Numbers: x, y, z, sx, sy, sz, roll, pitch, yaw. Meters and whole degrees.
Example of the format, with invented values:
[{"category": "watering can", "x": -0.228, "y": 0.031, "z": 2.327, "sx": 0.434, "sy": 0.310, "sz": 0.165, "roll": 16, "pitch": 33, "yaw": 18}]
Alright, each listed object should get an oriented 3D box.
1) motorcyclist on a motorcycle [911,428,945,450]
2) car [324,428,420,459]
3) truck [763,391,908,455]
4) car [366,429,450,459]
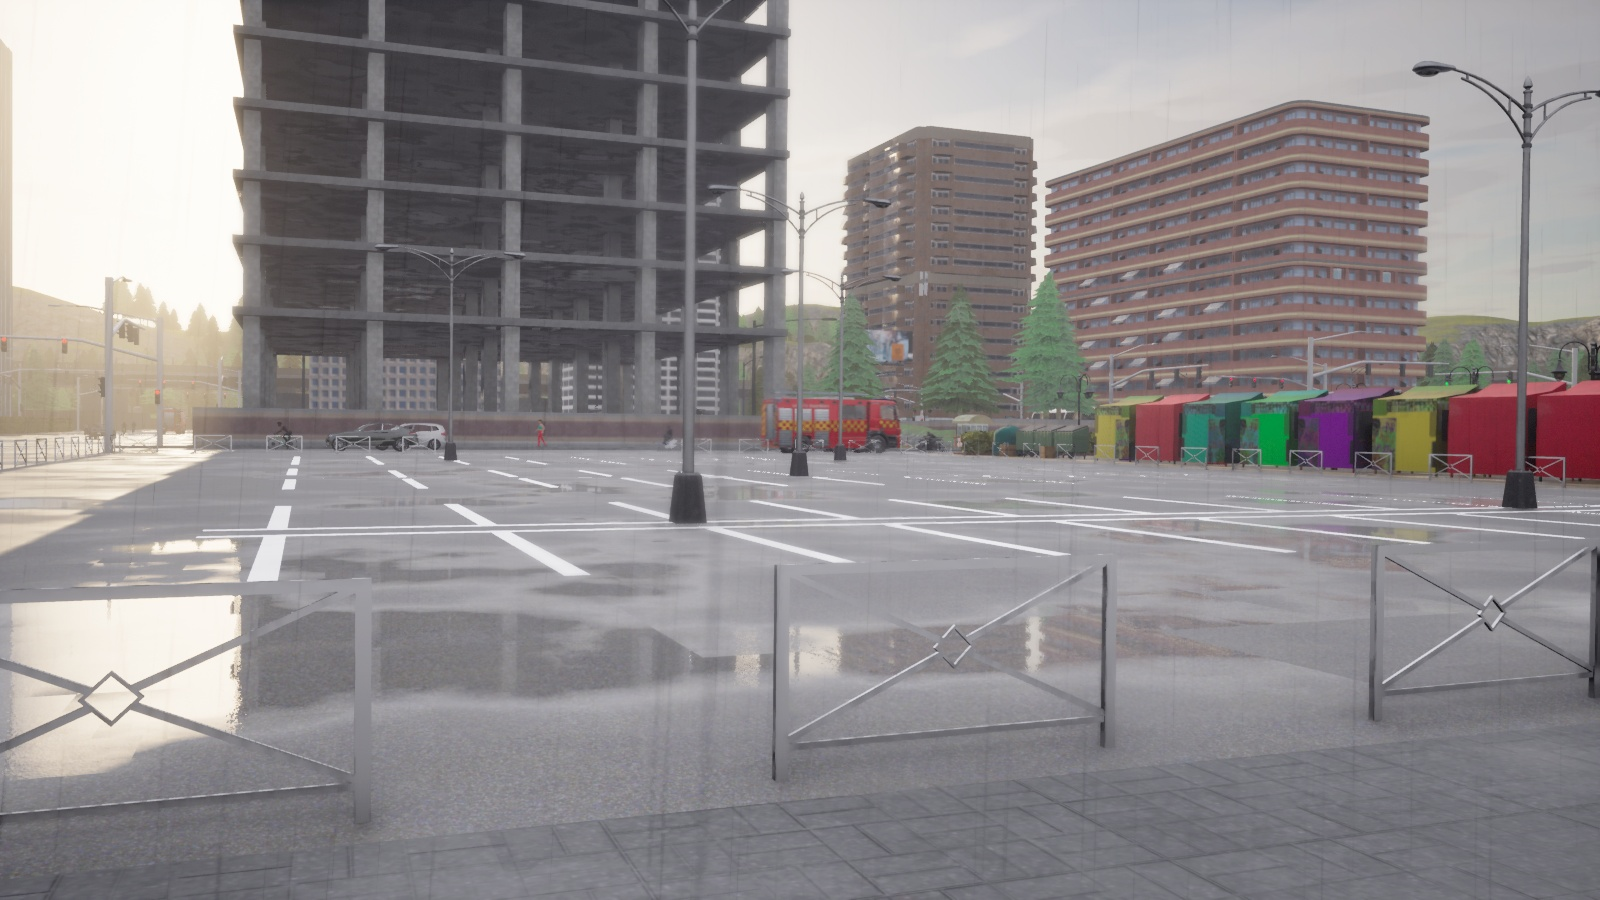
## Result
[{"category": "motorcyclist on a motorcycle", "x": 8.983, "y": -0.754, "z": 88.168, "sx": 2.191, "sy": 1.530, "sz": 0.866, "roll": -1, "pitch": 1, "yaw": -22}, {"category": "car", "x": -24.227, "y": -0.374, "z": 71.120, "sx": 5.027, "sy": 1.651, "sz": 2.152, "roll": -1, "pitch": 1, "yaw": -22}, {"category": "truck", "x": 2.212, "y": -1.714, "z": 77.909, "sx": 8.468, "sy": 3.827, "sz": 2.891, "roll": -1, "pitch": 1, "yaw": -22}, {"category": "car", "x": -23.501, "y": -0.382, "z": 75.183, "sx": 4.611, "sy": 1.667, "sz": 2.242, "roll": -1, "pitch": 1, "yaw": -22}]
